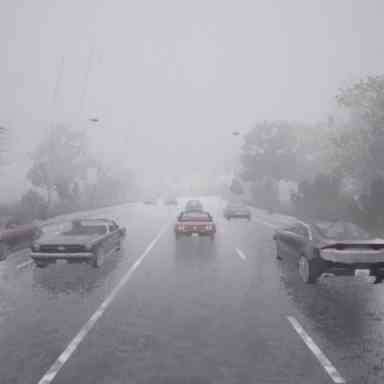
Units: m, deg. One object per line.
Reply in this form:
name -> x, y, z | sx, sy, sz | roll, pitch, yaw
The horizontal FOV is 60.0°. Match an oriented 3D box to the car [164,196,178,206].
car -> -3.401, 1.365, 54.487 | 2.097, 1.767, 4.553 | 0, 0, 1

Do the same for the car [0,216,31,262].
car -> -7.069, 1.564, 11.994 | 1.994, 1.385, 4.181 | 0, 0, 0

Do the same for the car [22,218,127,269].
car -> -3.572, 1.602, 11.326 | 1.895, 1.301, 4.718 | 0, 0, 0

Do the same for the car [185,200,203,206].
car -> 0.200, 1.557, 35.457 | 2.033, 1.411, 5.357 | 0, 0, 0

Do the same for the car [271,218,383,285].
car -> 3.627, 1.496, 9.499 | 2.128, 1.511, 4.902 | 0, 0, 0

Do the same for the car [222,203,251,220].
car -> 3.676, 1.573, 27.833 | 1.994, 1.385, 4.181 | 0, 0, 0

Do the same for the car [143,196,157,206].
car -> -6.894, 1.515, 55.317 | 1.837, 1.490, 4.892 | 0, 0, 1

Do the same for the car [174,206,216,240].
car -> 0.144, 1.606, 16.849 | 1.895, 1.301, 4.718 | 0, 0, 0
